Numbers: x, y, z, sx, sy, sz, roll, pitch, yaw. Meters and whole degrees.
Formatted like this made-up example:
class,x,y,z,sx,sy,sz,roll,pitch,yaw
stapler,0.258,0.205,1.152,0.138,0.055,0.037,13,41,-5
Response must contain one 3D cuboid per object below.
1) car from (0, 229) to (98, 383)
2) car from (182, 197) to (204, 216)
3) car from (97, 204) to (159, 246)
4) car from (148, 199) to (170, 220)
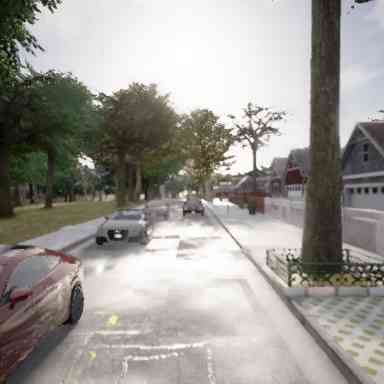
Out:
class,x,y,z,sx,sy,sz,roll,pitch,yaw
car,-2.837,1.503,4.336,1.812,1.442,4.674,0,0,0
car,0.114,1.381,29.852,1.895,1.301,4.718,0,0,0
car,-2.805,1.461,14.666,1.994,1.385,4.181,0,1,0
car,-2.739,1.331,26.486,1.812,1.442,4.674,0,0,0
